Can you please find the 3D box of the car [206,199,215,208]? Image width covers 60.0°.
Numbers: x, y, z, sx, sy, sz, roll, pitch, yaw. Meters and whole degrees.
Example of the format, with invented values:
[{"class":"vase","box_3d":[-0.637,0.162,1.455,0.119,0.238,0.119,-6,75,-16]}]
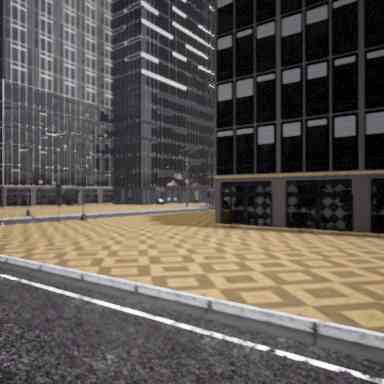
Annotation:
[{"class":"car","box_3d":[4.189,1.988,56.532,2.128,1.511,4.902,0,0,37]}]
